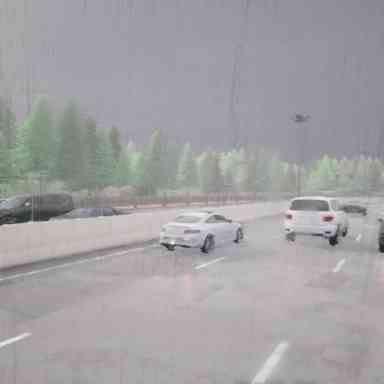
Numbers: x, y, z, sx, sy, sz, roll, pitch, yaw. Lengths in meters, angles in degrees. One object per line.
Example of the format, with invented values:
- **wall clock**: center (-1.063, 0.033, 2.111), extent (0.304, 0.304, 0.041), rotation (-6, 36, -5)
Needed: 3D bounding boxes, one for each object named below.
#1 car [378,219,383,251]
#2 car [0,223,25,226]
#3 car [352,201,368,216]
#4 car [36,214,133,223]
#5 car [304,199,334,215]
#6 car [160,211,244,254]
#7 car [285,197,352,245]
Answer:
- **car**: center (8.674, 1.574, 13.511), extent (1.812, 1.442, 4.674), rotation (1, 0, 31)
- **car**: center (-9.000, 1.110, 18.432), extent (2.150, 2.045, 5.566), rotation (1, 0, 31)
- **car**: center (16.727, 1.609, 33.823), extent (1.812, 1.442, 4.674), rotation (1, 0, 31)
- **car**: center (-5.312, 1.469, 17.787), extent (2.033, 1.411, 5.357), rotation (1, 0, 31)
- **car**: center (13.527, 1.545, 35.294), extent (2.128, 1.511, 4.902), rotation (1, 0, 31)
- **car**: center (0.528, 1.504, 13.524), extent (1.812, 1.442, 4.674), rotation (1, 0, 31)
- **car**: center (6.154, 1.245, 16.117), extent (2.150, 2.045, 5.566), rotation (1, 0, 31)
